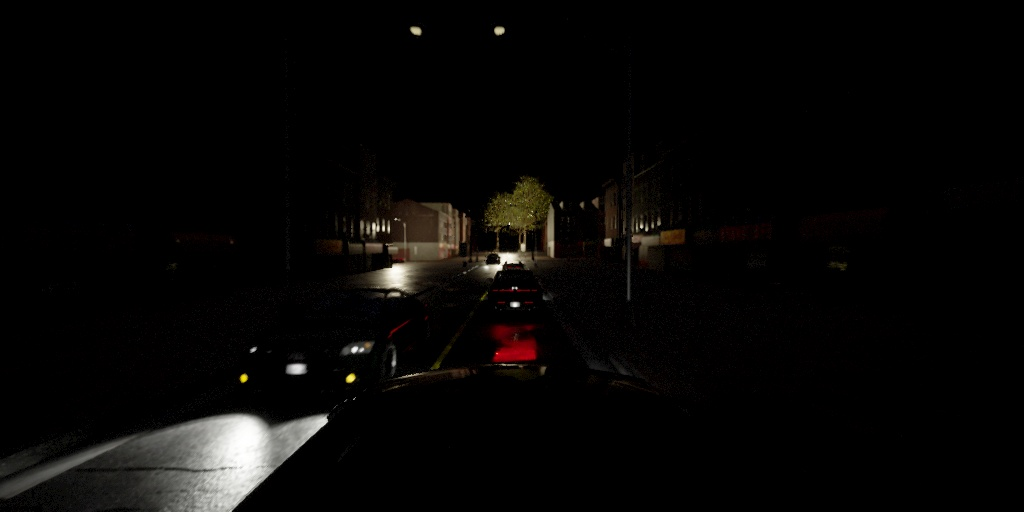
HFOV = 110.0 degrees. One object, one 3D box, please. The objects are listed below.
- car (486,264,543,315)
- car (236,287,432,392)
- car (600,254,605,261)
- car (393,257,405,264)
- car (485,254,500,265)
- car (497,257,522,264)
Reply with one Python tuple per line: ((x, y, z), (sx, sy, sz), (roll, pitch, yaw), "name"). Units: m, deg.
((0.095, 1.230, 13.356), (1.837, 1.490, 4.892), (0, 0, 0), "car")
((-2.851, 1.304, 6.729), (1.994, 1.385, 4.181), (0, 0, 0), "car")
((17.202, 0.183, 60.921), (4.313, 1.339, 1.948), (0, 0, 0), "car")
((-20.379, 0.722, 60.783), (4.507, 1.381, 1.888), (0, 0, 0), "car")
((-2.758, 0.437, 52.926), (2.097, 1.767, 4.553), (0, 1, 0), "car")
((0.095, 1.073, 30.314), (2.128, 1.511, 4.902), (0, 1, 0), "car")
